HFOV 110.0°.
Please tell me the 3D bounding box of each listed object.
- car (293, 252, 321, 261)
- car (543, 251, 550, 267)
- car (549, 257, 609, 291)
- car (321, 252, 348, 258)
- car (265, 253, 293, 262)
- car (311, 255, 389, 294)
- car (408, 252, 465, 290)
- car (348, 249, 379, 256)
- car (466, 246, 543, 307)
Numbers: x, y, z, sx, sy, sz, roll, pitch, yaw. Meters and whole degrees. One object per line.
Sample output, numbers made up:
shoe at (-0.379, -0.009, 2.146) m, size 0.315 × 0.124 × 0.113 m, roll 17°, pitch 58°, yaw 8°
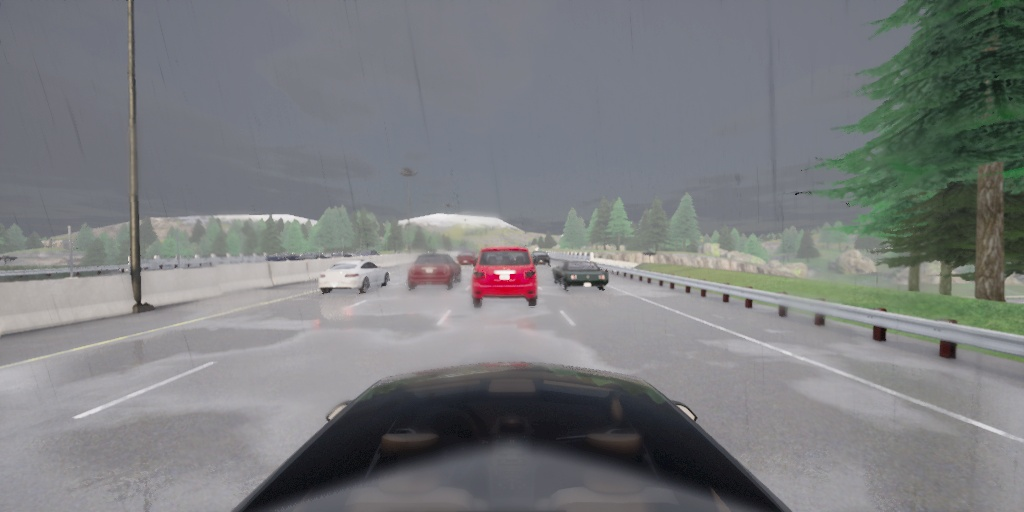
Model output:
car at (-25.833, 0.220, 46.375) m, size 1.994 × 1.385 × 4.181 m, roll 0°, pitch 1°, yaw -1°
car at (2.653, 0.242, 35.909) m, size 1.882 × 1.535 × 5.008 m, roll 0°, pitch 2°, yaw -1°
car at (3.178, 0.882, 17.562) m, size 1.895 × 1.301 × 4.718 m, roll 0°, pitch 2°, yaw -1°
car at (-22.336, 0.194, 46.480) m, size 1.994 × 1.385 × 4.181 m, roll 0°, pitch 1°, yaw -1°
car at (-29.324, 0.289, 46.014) m, size 1.895 × 1.301 × 4.718 m, roll 0°, pitch 2°, yaw -1°
car at (-7.319, 0.893, 16.911) m, size 1.812 × 1.442 × 4.674 m, roll 0°, pitch 2°, yaw -2°
car at (-3.855, 0.650, 18.591) m, size 2.097 × 1.767 × 4.553 m, roll 0°, pitch 2°, yaw -1°
car at (-18.835, -0.039, 46.380) m, size 2.097 × 1.767 × 4.553 m, roll 0°, pitch 2°, yaw -1°
car at (-0.239, 0.640, 13.534) m, size 2.150 × 2.045 × 5.566 m, roll 0°, pitch 2°, yaw 0°
